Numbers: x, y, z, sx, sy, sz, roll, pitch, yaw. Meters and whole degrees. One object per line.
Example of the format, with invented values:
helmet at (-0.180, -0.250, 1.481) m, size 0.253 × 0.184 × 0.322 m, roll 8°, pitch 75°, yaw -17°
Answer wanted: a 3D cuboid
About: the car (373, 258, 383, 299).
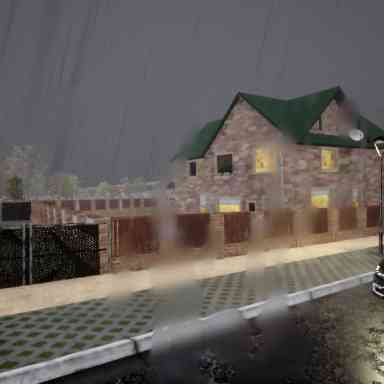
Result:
car at (5.797, 1.500, 7.147) m, size 4.892 × 1.490 × 1.837 m, roll 0°, pitch 0°, yaw -35°
